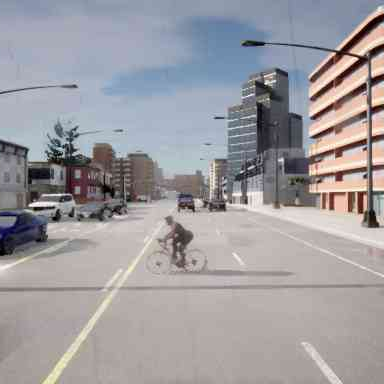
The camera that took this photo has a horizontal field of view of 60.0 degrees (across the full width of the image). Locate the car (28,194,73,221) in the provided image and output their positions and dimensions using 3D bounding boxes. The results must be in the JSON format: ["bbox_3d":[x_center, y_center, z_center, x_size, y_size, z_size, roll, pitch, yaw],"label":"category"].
[{"bbox_3d":[-11.092,1.168,26.634,2.150,2.045,5.566,0,0,-1],"label":"car"}]

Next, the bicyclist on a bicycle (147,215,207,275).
[{"bbox_3d":[-0.437,1.462,9.060,1.656,1.620,0.582,-2,0,-1],"label":"bicyclist on a bicycle"}]

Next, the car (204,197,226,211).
[{"bbox_3d":[2.867,1.390,38.777,2.128,1.511,4.902,0,0,-1],"label":"car"}]

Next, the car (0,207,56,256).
[{"bbox_3d":[-7.333,1.526,13.179,1.812,1.442,4.674,0,0,-1],"label":"car"}]

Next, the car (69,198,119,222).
[{"bbox_3d":[-7.495,1.441,25.986,2.128,1.511,4.902,0,0,-1],"label":"car"}]

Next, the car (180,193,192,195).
[{"bbox_3d":[-0.870,1.139,47.536,2.150,2.045,5.566,0,-1,-1],"label":"car"}]

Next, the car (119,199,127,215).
[{"bbox_3d":[-7.672,1.425,33.122,1.837,1.490,4.892,0,0,-1],"label":"car"}]

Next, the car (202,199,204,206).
[{"bbox_3d":[2.623,1.419,48.770,2.128,1.511,4.902,0,-1,-1],"label":"car"}]

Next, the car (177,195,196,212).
[{"bbox_3d":[-0.633,1.407,37.475,1.837,1.490,4.892,0,0,-1],"label":"car"}]
